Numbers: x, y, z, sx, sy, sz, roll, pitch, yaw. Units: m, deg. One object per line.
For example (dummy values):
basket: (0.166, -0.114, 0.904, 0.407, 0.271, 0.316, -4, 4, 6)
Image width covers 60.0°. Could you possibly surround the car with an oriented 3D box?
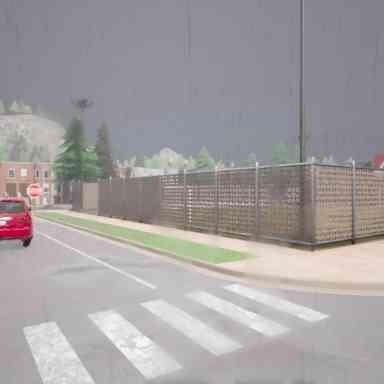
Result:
car: (-8.457, 1.260, 14.806, 2.150, 2.045, 5.566, 2, -1, -30)
